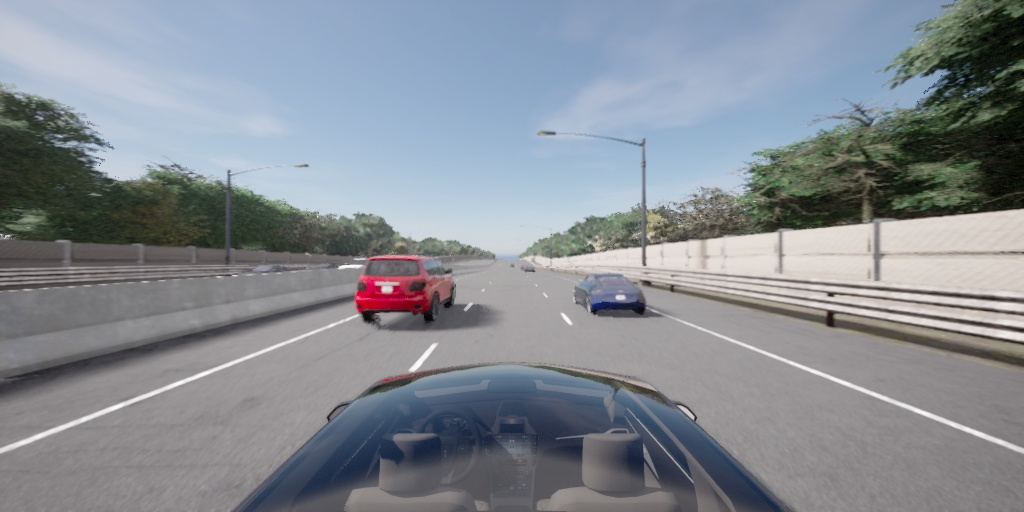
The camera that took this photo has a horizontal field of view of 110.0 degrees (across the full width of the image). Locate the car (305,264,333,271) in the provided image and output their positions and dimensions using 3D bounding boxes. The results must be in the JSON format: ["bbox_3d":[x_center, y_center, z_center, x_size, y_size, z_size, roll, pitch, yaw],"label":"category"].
[{"bbox_3d":[-17.554,1.492,33.556,1.837,1.490,4.892,0,-1,0],"label":"car"}]

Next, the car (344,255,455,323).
[{"bbox_3d":[-3.395,1.003,12.448,2.150,2.045,5.566,0,0,0],"label":"car"}]

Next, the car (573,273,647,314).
[{"bbox_3d":[3.604,1.349,13.899,1.994,1.385,4.181,0,0,0],"label":"car"}]

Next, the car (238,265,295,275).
[{"bbox_3d":[-21.070,1.495,31.190,2.033,1.411,5.357,0,-1,0],"label":"car"}]

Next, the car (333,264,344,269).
[{"bbox_3d":[-14.055,1.212,33.638,2.150,2.045,5.566,0,-1,0],"label":"car"}]
